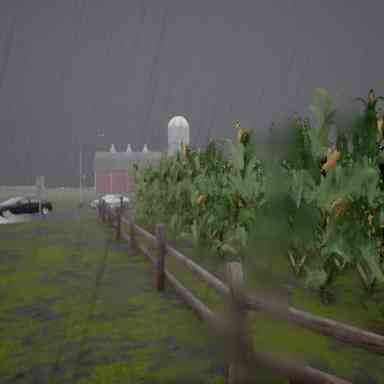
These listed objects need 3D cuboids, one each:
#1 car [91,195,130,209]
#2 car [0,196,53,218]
[{"bbox_3d":[-8.545,1.009,35.212,1.812,1.442,4.674,0,1,29],"label":"car"},{"bbox_3d":[-13.647,1.137,26.503,1.882,1.535,5.008,0,1,31],"label":"car"}]
